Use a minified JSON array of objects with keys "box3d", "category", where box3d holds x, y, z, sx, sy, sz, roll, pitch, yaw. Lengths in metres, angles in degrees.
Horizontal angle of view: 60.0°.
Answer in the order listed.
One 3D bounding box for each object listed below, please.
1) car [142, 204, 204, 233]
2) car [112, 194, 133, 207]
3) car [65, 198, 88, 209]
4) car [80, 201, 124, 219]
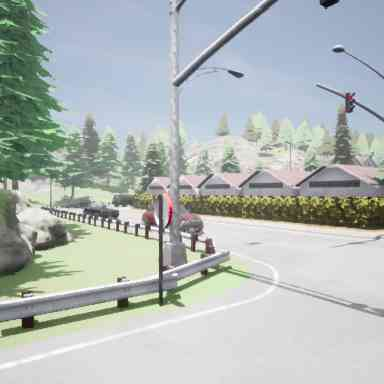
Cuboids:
[{"box3d":[-1.265,1.544,20.349,2.097,1.767,4.553,0,0,-35],"category":"car"},{"box3d":[-10.431,1.398,54.080,2.150,2.045,5.566,0,0,37],"category":"car"},{"box3d":[-16.730,1.685,48.867,1.837,1.490,4.892,0,-1,12],"category":"car"},{"box3d":[-8.290,1.792,30.325,1.895,1.301,4.718,0,0,-35],"category":"car"}]
